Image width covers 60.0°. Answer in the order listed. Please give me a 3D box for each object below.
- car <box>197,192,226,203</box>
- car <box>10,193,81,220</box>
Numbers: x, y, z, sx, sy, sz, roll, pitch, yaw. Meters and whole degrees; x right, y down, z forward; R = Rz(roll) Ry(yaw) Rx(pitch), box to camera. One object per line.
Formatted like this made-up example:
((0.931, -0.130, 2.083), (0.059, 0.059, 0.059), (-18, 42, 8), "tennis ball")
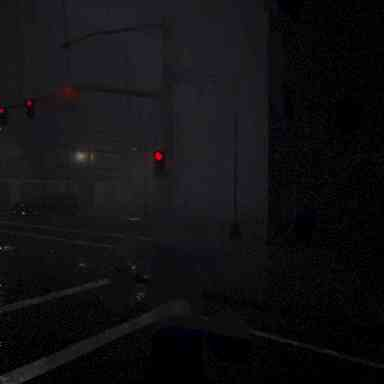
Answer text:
((2.939, 0.926, 48.382), (2.150, 2.045, 5.566), (0, 0, 35), "car")
((-11.792, 1.126, 27.264), (2.150, 2.045, 5.566), (0, 0, 35), "car")
